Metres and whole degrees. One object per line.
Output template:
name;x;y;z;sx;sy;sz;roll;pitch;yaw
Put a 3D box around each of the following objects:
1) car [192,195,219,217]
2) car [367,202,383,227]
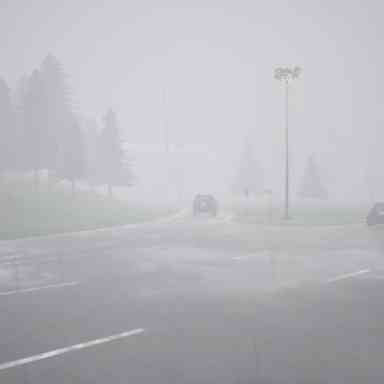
car;1.372;1.271;32.540;2.150;2.045;5.566;0;0;8
car;13.606;1.411;22.054;4.553;1.767;2.097;0;0;-36
